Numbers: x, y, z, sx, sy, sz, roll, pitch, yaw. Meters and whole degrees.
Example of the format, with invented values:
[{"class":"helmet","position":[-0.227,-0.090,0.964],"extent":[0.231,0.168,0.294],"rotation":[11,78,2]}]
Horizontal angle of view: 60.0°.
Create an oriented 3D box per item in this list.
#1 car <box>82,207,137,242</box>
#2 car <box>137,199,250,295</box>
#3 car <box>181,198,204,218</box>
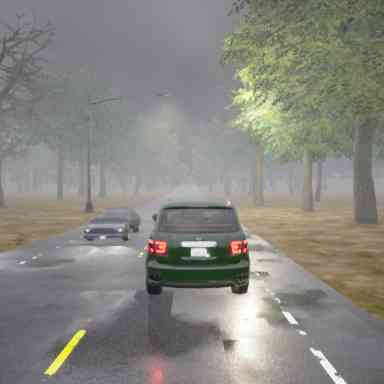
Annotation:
[{"class":"car","position":[-3.633,1.451,16.210],"extent":[2.033,1.411,5.357],"rotation":[0,1,0]},{"class":"car","position":[0.091,1.186,8.806],"extent":[2.150,2.045,5.566],"rotation":[0,0,-1]},{"class":"car","position":[0.032,1.322,28.287],"extent":[1.812,1.442,4.674],"rotation":[0,1,0]}]
